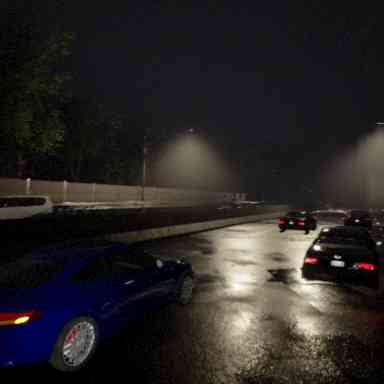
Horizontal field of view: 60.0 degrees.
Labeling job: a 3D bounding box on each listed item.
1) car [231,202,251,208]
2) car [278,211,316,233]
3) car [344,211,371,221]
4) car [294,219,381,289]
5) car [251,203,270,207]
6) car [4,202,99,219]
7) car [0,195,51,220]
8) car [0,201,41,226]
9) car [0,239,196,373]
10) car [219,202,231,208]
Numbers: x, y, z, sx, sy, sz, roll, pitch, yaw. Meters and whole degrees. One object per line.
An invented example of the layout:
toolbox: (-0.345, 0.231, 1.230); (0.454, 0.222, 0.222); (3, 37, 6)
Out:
car: (8.929, 2.484, 56.438); (2.033, 1.411, 5.357); (1, -1, 28)
car: (7.306, 2.019, 22.799); (2.033, 1.411, 5.357); (1, -1, 28)
car: (13.759, 2.265, 27.582); (1.994, 1.385, 4.181); (1, -1, 28)
car: (4.592, 1.793, 10.065); (2.033, 1.411, 5.357); (1, -1, 28)
car: (11.584, 2.503, 53.998); (1.812, 1.442, 4.674); (1, -1, 28)
car: (-7.158, 1.521, 18.226); (2.128, 1.511, 4.902); (1, -1, 28)
car: (-10.616, 1.169, 19.151); (2.150, 2.045, 5.566); (1, -1, 28)
car: (-12.932, 1.401, 22.294); (1.882, 1.535, 5.008); (1, -1, 28)
car: (-1.608, 1.553, 5.759); (1.812, 1.442, 4.674); (1, -1, 28)
car: (6.438, 2.431, 59.203); (1.812, 1.442, 4.674); (1, -1, 28)
